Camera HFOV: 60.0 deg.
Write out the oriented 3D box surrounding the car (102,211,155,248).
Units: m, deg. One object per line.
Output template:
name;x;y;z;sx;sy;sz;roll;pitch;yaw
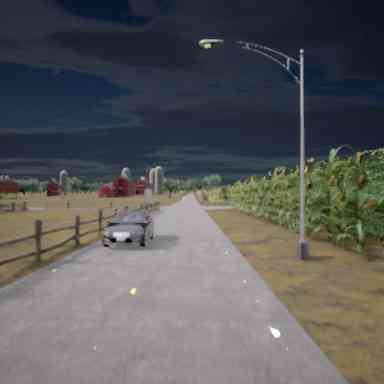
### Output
car;-2.851;1.660;15.809;2.128;1.511;4.902;0;-1;0
